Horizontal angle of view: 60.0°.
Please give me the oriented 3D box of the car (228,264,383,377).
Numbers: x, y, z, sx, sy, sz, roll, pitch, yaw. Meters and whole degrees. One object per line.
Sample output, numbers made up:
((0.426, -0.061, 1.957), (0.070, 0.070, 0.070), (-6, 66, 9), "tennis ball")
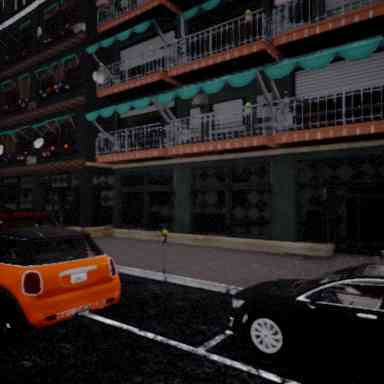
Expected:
((2.597, 1.690, 4.601), (4.403, 1.369, 2.008), (-1, -2, 37), "car")

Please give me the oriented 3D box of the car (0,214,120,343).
((-3.661, 1.524, 7.030), (4.553, 1.767, 2.097), (-1, -2, 37), "car")

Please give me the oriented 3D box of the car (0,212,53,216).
((-6.445, 1.586, 11.337), (5.009, 1.841, 2.192), (-1, -2, 37), "car")
